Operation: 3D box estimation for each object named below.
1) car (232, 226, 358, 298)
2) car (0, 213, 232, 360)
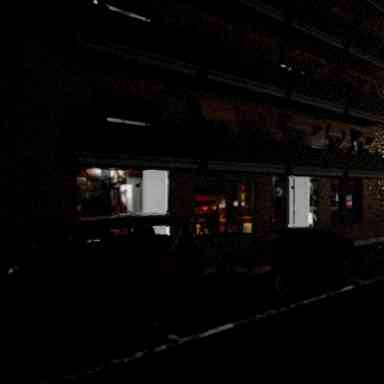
[{"bbox_3d":[2.539,1.560,8.384,4.206,1.307,1.802,0,0,-36],"label":"car"},{"bbox_3d":[-2.043,1.313,5.100,5.009,1.841,2.192,0,0,-36],"label":"car"}]
